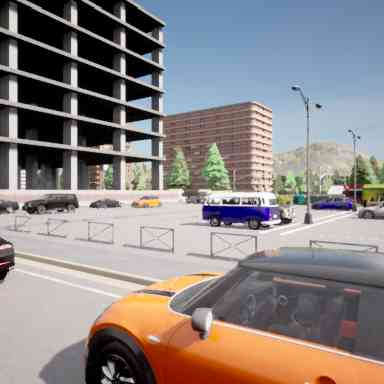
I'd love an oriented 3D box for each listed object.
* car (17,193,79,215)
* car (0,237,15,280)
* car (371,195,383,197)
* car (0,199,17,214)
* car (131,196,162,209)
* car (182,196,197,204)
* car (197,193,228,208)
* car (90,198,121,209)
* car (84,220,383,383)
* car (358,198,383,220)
[{"bbox_3d":[-14.284,1.166,34.033,2.150,2.045,5.566,0,0,35],"label":"car"},{"bbox_3d":[-6.511,1.492,8.588,4.902,1.511,2.128,0,0,35],"label":"car"},{"bbox_3d":[17.786,1.153,29.391,4.605,1.855,1.932,0,0,36],"label":"car"},{"bbox_3d":[-19.590,1.436,32.602,2.128,1.511,4.902,0,0,36],"label":"car"},{"bbox_3d":[-6.159,1.298,45.542,2.097,1.767,4.553,0,0,35],"label":"car"},{"bbox_3d":[0.796,1.440,61.318,2.128,1.511,4.902,0,0,35],"label":"car"},{"bbox_3d":[3.746,1.245,59.425,2.150,2.045,5.566,0,0,35],"label":"car"},{"bbox_3d":[-11.461,1.508,44.103,1.994,1.385,4.181,0,0,35],"label":"car"},{"bbox_3d":[1.002,1.352,3.274,4.553,1.767,2.097,0,0,35],"label":"car"},{"bbox_3d":[14.579,1.395,24.826,3.806,1.475,1.970,0,0,36],"label":"car"}]
